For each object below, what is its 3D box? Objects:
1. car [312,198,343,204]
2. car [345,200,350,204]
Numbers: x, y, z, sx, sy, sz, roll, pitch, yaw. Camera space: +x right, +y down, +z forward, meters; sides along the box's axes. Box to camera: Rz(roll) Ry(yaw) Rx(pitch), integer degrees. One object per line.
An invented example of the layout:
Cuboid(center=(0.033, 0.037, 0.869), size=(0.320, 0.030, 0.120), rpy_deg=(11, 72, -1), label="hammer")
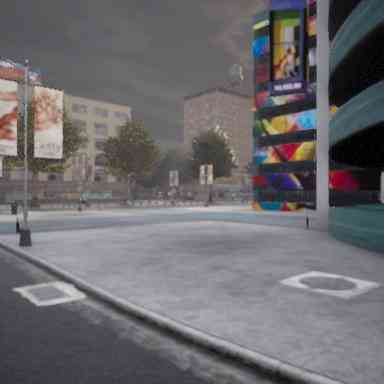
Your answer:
Cuboid(center=(15.853, 1.556, 39.728), size=(4.674, 1.452, 2.002), rpy_deg=(0, 0, -41), label="car")
Cuboid(center=(22.374, 1.718, 50.828), size=(4.786, 1.482, 2.161), rpy_deg=(0, 0, -41), label="car")
